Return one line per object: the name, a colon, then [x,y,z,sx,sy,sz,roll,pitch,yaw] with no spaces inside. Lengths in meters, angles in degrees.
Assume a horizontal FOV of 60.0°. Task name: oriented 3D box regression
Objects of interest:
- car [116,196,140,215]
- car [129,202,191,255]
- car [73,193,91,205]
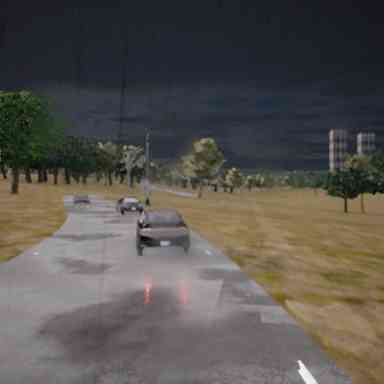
car: [-5.431,1.110,28.758,1.812,1.442,4.674,0,1,-20]
car: [-1.244,1.388,12.970,2.128,1.511,4.902,0,1,-9]
car: [-13.786,0.807,41.417,2.033,1.411,5.357,0,1,-22]
